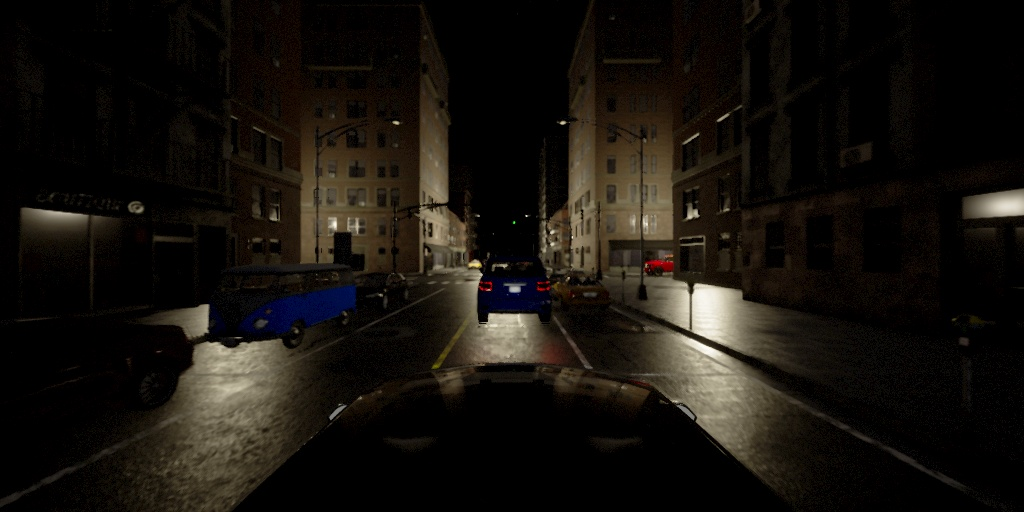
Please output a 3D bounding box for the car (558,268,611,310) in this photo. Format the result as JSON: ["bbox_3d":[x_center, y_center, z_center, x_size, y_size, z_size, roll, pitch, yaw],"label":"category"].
[{"bbox_3d":[2.646,1.279,14.475,1.751,1.417,4.829,0,0,0],"label":"car"}]

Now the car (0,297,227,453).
[{"bbox_3d":[-5.392,1.332,3.493,1.802,1.307,4.207,0,0,0],"label":"car"}]

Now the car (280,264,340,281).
[{"bbox_3d":[-17.587,1.411,31.354,4.181,1.385,1.994,0,0,0],"label":"car"}]

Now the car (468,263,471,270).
[{"bbox_3d":[-5.381,1.288,52.099,1.751,1.417,4.829,0,0,0],"label":"car"}]

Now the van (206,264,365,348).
[{"bbox_3d":[-5.390,1.092,8.899,1.690,1.789,3.998,0,0,0],"label":"van"}]

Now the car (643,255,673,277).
[{"bbox_3d":[15.337,0.887,34.353,5.566,2.045,2.150,0,0,0],"label":"car"}]

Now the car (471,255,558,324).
[{"bbox_3d":[0.049,0.975,12.216,2.150,2.045,5.566,0,0,-1],"label":"car"}]

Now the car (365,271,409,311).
[{"bbox_3d":[-5.388,1.304,14.305,2.007,1.370,4.403,0,0,0],"label":"car"}]
